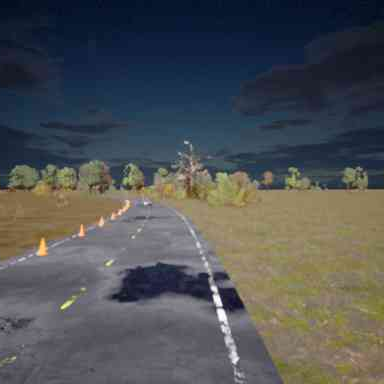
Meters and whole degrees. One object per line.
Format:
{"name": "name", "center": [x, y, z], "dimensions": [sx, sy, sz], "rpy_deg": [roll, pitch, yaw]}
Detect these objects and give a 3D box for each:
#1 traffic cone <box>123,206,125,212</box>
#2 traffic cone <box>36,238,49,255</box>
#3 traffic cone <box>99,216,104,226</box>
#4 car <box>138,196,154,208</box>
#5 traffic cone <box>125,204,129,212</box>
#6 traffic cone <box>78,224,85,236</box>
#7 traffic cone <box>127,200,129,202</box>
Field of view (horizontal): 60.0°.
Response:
{"name": "traffic cone", "center": [-6.840, 1.871, 31.669], "dimensions": [0.340, 0.580, 0.340], "rpy_deg": [0, 0, -6]}
{"name": "traffic cone", "center": [-5.338, 1.927, 11.917], "dimensions": [0.340, 0.580, 0.340], "rpy_deg": [0, 0, -2]}
{"name": "traffic cone", "center": [-5.917, 1.899, 21.806], "dimensions": [0.340, 0.580, 0.340], "rpy_deg": [0, 0, -4]}
{"name": "car", "center": [-6.448, 1.357, 46.222], "dimensions": [2.128, 1.511, 4.902], "rpy_deg": [0, 0, -9]}
{"name": "traffic cone", "center": [-7.430, 1.856, 36.586], "dimensions": [0.340, 0.580, 0.340], "rpy_deg": [0, 0, -7]}
{"name": "traffic cone", "center": [-5.584, 1.913, 16.864], "dimensions": [0.340, 0.580, 0.340], "rpy_deg": [0, 0, -3]}
{"name": "traffic cone", "center": [-8.866, 1.825, 46.387], "dimensions": [0.340, 0.580, 0.340], "rpy_deg": [0, 0, -9]}
